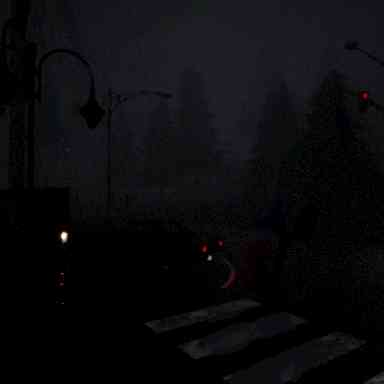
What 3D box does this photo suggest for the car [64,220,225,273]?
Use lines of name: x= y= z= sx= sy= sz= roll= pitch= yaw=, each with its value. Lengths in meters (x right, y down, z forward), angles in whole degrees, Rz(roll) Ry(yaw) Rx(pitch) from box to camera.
car: x=-1.522 y=1.502 z=10.088 sx=4.718 sy=1.301 sz=1.895 roll=1 pitch=-1 yaw=23
